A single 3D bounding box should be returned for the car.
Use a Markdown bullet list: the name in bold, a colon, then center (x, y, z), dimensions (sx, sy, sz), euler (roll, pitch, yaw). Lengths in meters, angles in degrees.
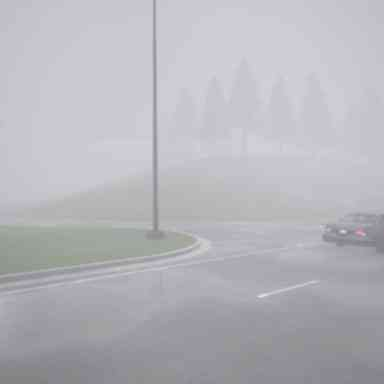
- **car**: center (7.445, 1.452, 13.352), dimensions (5.357, 1.411, 2.033), euler (0, 0, -35)
